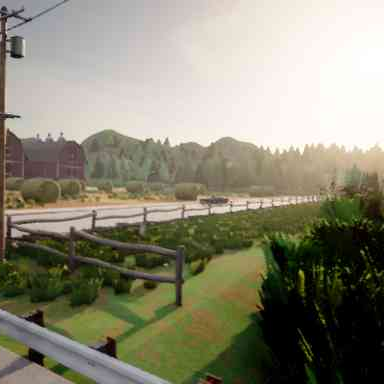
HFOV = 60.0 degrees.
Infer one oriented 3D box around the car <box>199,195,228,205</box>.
[{"bbox_3d":[2.778,1.074,42.994,1.895,1.301,4.718,3,2,32],"label":"car"}]
